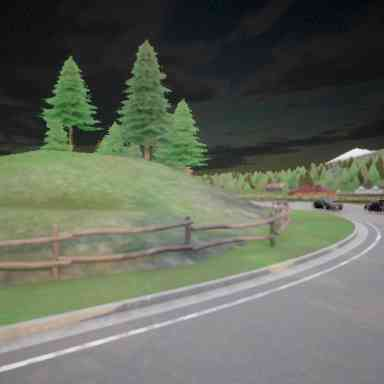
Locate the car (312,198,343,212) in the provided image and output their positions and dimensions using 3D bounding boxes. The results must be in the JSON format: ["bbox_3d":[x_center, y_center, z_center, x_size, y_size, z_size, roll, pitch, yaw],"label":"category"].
[{"bbox_3d":[16.062,1.490,39.722,2.128,1.511,4.902,0,0,-5],"label":"car"}]

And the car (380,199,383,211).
[{"bbox_3d":[23.508,1.505,36.921,2.033,1.411,5.357,0,0,-4],"label":"car"}]

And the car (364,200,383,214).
[{"bbox_3d":[19.913,1.518,34.299,2.033,1.411,5.357,0,0,1],"label":"car"}]
